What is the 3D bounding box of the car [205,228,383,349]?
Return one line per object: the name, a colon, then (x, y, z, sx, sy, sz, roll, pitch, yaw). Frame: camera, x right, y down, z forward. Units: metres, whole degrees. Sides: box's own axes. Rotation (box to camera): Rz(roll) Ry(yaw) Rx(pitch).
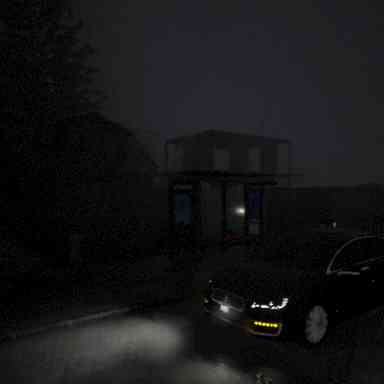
car: (2.467, 1.499, 6.351, 4.892, 1.490, 1.837, 0, 0, -35)
